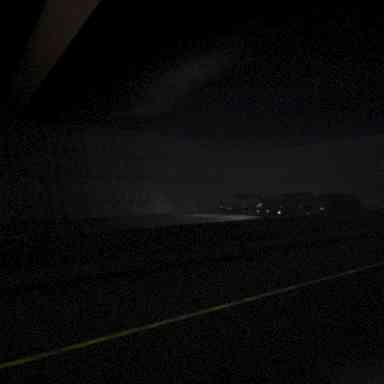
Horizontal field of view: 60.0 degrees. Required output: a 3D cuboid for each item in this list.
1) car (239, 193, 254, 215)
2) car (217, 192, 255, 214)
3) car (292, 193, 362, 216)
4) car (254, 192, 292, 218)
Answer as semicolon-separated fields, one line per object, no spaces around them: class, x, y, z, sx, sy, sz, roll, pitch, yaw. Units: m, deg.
car;6.874;1.190;30.373;4.553;1.767;2.097;0;0;-35
car;5.070;1.057;33.386;5.566;2.045;2.150;0;0;-35
car;10.047;1.068;24.040;5.566;2.045;2.150;0;0;-35
car;7.990;1.069;26.874;5.566;2.045;2.150;0;0;-35
